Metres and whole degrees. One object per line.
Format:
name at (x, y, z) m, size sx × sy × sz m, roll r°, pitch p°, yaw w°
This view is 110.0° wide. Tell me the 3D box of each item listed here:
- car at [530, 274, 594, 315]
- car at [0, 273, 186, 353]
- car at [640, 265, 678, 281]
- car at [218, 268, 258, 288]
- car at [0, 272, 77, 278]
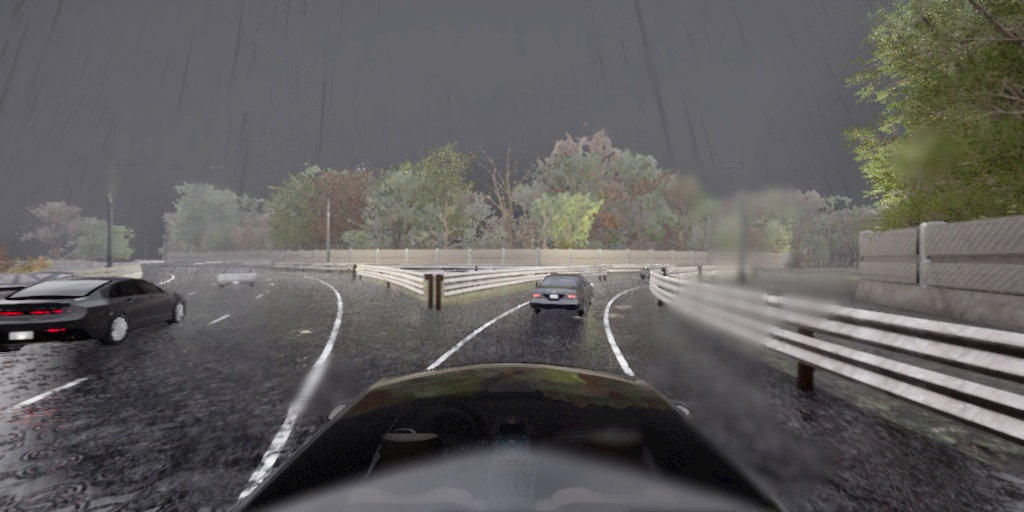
car at (2.121, 1.399, 14.199) m, size 2.033 × 1.411 × 5.357 m, roll 0°, pitch 0°, yaw 17°
car at (-10.255, 1.281, 9.059) m, size 1.837 × 1.490 × 4.892 m, roll 1°, pitch -1°, yaw -22°
car at (13.427, 1.516, 32.537) m, size 4.902 × 1.511 × 2.128 m, roll 1°, pitch -1°, yaw -44°
car at (-18.728, 1.472, 24.729) m, size 1.895 × 1.301 × 4.718 m, roll 0°, pitch -1°, yaw -33°
car at (-15.516, 1.275, 12.095) m, size 2.128 × 1.511 × 4.902 m, roll 0°, pitch -1°, yaw -26°
